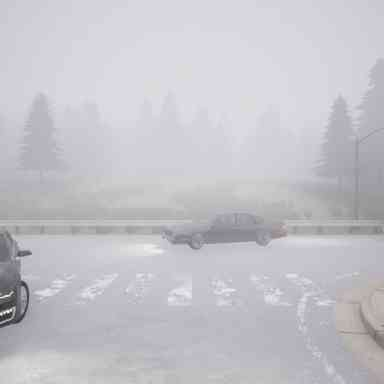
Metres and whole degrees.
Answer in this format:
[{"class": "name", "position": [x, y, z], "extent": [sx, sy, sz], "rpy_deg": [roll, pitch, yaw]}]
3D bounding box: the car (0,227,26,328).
[{"class": "car", "position": [-4.457, 1.505, 6.653], "extent": [1.837, 1.490, 4.892], "rpy_deg": [0, 0, -28]}]

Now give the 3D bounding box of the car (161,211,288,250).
[{"class": "car", "position": [1.458, 1.547, 14.294], "extent": [5.357, 1.411, 2.033], "rpy_deg": [0, 0, -20]}]

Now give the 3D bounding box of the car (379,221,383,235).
[{"class": "car", "position": [11.237, 1.491, 15.173], "extent": [4.902, 1.511, 2.128], "rpy_deg": [0, 0, 0]}]
